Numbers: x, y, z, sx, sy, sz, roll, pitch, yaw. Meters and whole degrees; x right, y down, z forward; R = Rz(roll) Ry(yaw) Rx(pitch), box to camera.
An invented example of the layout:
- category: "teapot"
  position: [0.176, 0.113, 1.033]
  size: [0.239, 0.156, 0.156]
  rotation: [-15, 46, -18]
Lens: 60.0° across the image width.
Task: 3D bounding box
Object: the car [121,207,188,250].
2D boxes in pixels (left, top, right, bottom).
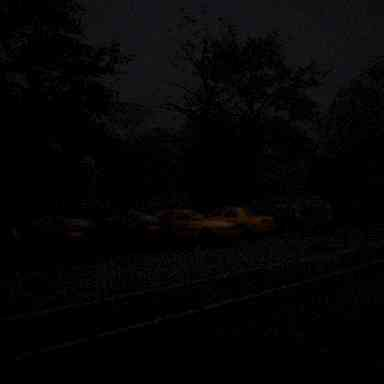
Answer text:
- category: "car"
  position: [-2.774, 1.529, 14.254]
  size: [4.674, 1.452, 2.002]
  rotation: [-1, 0, 34]

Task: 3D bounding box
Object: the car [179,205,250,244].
- category: "car"
  position: [-0.240, 1.476, 15.923]
  size: [5.366, 1.575, 1.946]
  rotation: [-1, -1, 34]

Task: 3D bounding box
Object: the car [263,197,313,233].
- category: "car"
  position: [4.355, 1.341, 19.572]
  size: [4.553, 1.767, 2.185]
  rotation: [-1, 0, 33]

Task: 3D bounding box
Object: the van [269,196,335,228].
- category: "van"
  position: [6.772, 1.233, 21.338]
  size: [4.442, 1.987, 1.878]
  rotation: [-1, -1, 33]

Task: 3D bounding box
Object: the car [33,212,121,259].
- category: "car"
  position: [-5.161, 1.536, 12.502]
  size: [4.674, 1.452, 2.002]
  rotation: [-1, 0, 34]

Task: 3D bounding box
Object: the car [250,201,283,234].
- category: "car"
  position: [1.815, 1.474, 17.900]
  size: [5.366, 1.575, 1.946]
  rotation: [-1, 0, 33]

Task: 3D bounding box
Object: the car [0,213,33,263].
- category: "car"
  position: [-7.540, 1.377, 10.751]
  size: [4.553, 1.767, 2.185]
  rotation: [-1, 0, 35]
